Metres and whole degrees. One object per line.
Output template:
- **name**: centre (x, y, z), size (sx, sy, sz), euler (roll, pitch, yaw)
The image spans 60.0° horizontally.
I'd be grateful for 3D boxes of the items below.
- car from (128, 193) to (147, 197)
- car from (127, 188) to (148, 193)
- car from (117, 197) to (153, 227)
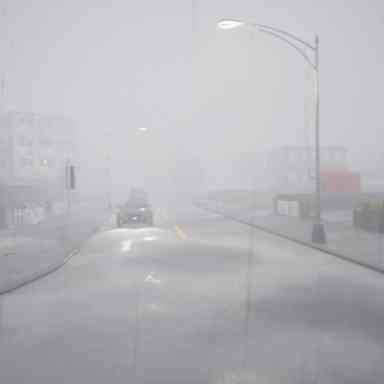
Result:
- **car**: centre (-4.911, 1.086, 29.651), size (1.895, 1.301, 4.718), euler (-1, 1, -9)
- **car**: centre (-6.468, 0.529, 39.920), size (2.150, 2.045, 5.566), euler (-1, 1, -8)
- **car**: centre (-3.390, 1.218, 19.867), size (1.994, 1.385, 4.181), euler (-1, 1, -9)
